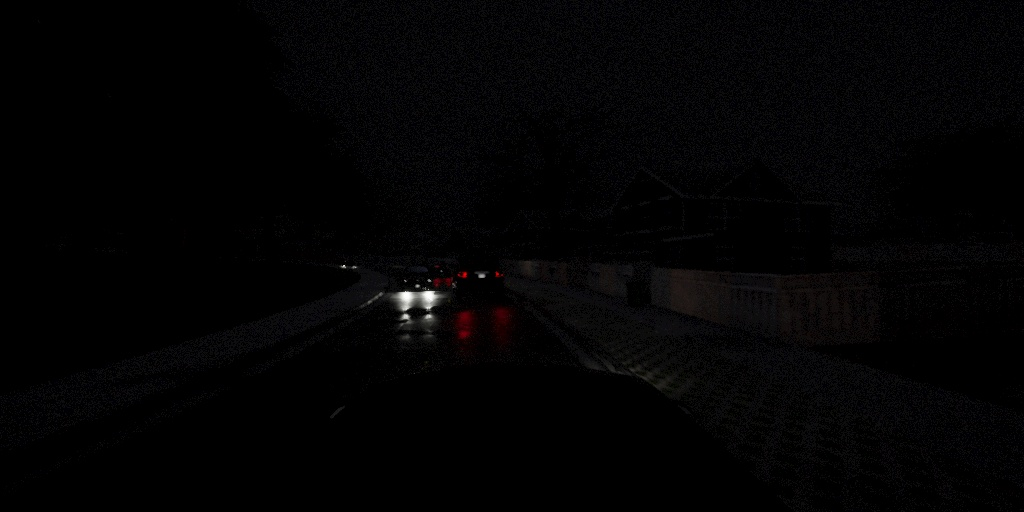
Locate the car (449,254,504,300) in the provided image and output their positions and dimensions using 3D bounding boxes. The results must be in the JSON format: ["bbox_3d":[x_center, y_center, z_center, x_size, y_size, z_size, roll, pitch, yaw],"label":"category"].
[{"bbox_3d":[-1.829,0.940,17.855,2.150,2.045,5.566,0,0,-12],"label":"car"}]

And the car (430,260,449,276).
[{"bbox_3d":[-7.371,1.147,34.700,2.128,1.511,4.902,0,0,-24],"label":"car"}]

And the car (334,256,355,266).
[{"bbox_3d":[-27.277,0.812,58.357,1.882,1.535,5.008,0,1,-45],"label":"car"}]

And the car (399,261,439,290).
[{"bbox_3d":[-5.888,1.256,22.236,2.033,1.411,5.357,0,0,-16],"label":"car"}]
